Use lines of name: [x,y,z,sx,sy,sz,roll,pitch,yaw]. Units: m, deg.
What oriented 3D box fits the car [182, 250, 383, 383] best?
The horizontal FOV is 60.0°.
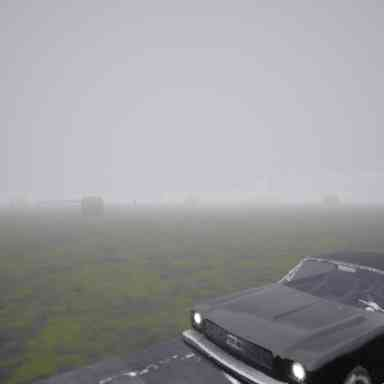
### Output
car: [2.229,1.602,4.636,4.718,1.301,1.895,0,0,-35]
